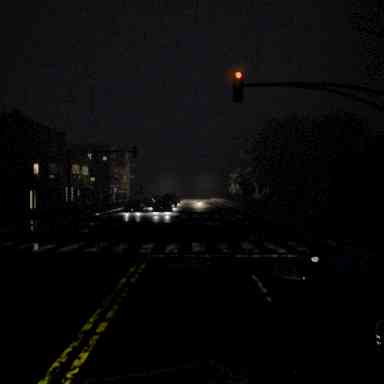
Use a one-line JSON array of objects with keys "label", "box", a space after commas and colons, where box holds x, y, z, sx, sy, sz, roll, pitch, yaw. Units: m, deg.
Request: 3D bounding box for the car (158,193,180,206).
[{"label": "car", "box": [-3.323, 1.190, 49.482, 2.150, 2.045, 5.566, 0, 0, 0]}]

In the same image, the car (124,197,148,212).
[{"label": "car", "box": [-6.588, 1.523, 38.431, 2.033, 1.411, 5.357, 0, 0, -3]}]

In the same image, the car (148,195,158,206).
[{"label": "car", "box": [-6.574, 1.517, 49.346, 2.033, 1.411, 5.357, 0, 0, 0]}]

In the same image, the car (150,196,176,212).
[{"label": "car", "box": [-3.310, 1.539, 38.320, 1.994, 1.385, 4.181, 0, 0, 0]}]

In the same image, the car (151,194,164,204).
[{"label": "car", "box": [-6.555, 1.312, 63.814, 2.097, 1.767, 4.553, 0, 0, 0]}]

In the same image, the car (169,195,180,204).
[{"label": "car", "box": [-3.293, 1.438, 64.620, 1.882, 1.535, 5.008, 0, 0, 1]}]

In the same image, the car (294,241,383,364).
[{"label": "car", "box": [3.359, 1.544, 5.539, 2.033, 1.411, 5.357, 0, 0, 0]}]
